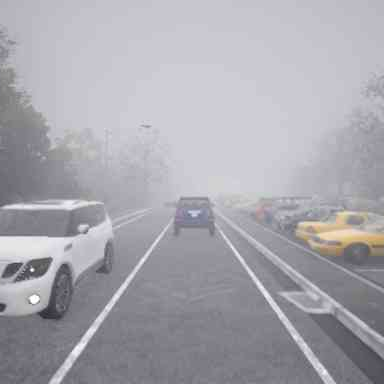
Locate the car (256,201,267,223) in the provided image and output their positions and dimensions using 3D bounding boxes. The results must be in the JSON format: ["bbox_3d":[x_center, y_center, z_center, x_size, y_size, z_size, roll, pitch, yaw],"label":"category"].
[{"bbox_3d":[7.045,1.532,22.187,4.792,1.488,2.163,0,0,0],"label":"car"}]

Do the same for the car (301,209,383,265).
[{"bbox_3d":[6.754,1.497,11.216,5.366,1.575,1.946,0,0,0],"label":"car"}]

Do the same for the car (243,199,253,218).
[{"bbox_3d":[7.025,1.552,27.741,4.792,1.488,2.163,0,0,0],"label":"car"}]

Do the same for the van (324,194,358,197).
[{"bbox_3d":[20.365,1.353,44.318,4.442,1.987,1.878,0,0,0],"label":"van"}]

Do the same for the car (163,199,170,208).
[{"bbox_3d":[-3.175,1.714,49.012,1.895,1.301,4.718,0,0,1],"label":"car"}]

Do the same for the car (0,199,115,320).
[{"bbox_3d":[-3.344,1.224,7.678,2.150,2.045,5.566,0,0,0],"label":"car"}]

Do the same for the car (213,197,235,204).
[{"bbox_3d":[7.405,1.960,77.688,5.008,1.535,2.097,0,-1,0],"label":"car"}]

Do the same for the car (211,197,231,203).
[{"bbox_3d":[7.487,2.154,86.013,4.792,1.488,2.163,0,-1,0],"label":"car"}]

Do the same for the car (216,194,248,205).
[{"bbox_3d":[7.313,1.395,61.054,5.566,2.045,2.435,0,0,0],"label":"car"}]

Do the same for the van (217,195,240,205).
[{"bbox_3d":[7.206,1.515,66.591,4.442,1.987,1.878,0,-1,0],"label":"van"}]

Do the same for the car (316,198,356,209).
[{"bbox_3d":[20.265,1.629,46.962,4.674,1.452,2.002,0,0,0],"label":"car"}]

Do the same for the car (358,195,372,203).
[{"bbox_3d":[20.143,1.286,33.112,5.566,2.045,2.435,0,0,0],"label":"car"}]

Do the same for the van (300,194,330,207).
[{"bbox_3d":[20.442,1.394,55.398,4.442,1.987,1.878,0,0,0],"label":"van"}]

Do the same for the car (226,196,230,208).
[{"bbox_3d":[7.144,1.575,41.621,4.892,1.521,2.231,0,0,0],"label":"car"}]

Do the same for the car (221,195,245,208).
[{"bbox_3d":[6.984,1.582,44.398,5.366,1.575,1.946,0,0,0],"label":"car"}]

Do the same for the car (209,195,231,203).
[{"bbox_3d":[7.448,1.928,88.795,5.566,2.045,2.435,0,-1,0],"label":"car"}]

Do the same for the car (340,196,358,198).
[{"bbox_3d":[20.204,1.558,38.652,5.008,1.535,2.097,0,0,0],"label":"car"}]

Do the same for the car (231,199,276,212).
[{"bbox_3d":[7.137,1.565,38.845,4.892,1.521,2.231,0,0,0],"label":"car"}]

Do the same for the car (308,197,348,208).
[{"bbox_3d":[20.281,1.599,49.733,5.008,1.535,2.097,0,0,0],"label":"car"}]

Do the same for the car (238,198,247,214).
[{"bbox_3d":[7.044,1.563,30.517,4.792,1.488,2.163,0,0,0],"label":"car"}]

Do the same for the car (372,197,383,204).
[{"bbox_3d":[20.124,1.276,30.342,5.566,2.045,2.435,0,0,0],"label":"car"}]

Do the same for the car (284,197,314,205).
[{"bbox_3d":[20.387,1.677,63.563,5.008,1.535,2.097,0,-1,0],"label":"car"}]

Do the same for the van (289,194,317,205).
[{"bbox_3d":[20.247,1.414,60.948,4.442,1.987,1.878,0,-1,0],"label":"van"}]

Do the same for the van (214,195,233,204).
[{"bbox_3d":[7.535,1.789,80.467,4.442,1.987,1.878,0,-1,0],"label":"van"}]

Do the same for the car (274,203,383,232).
[{"bbox_3d":[6.971,1.492,16.635,4.892,1.521,2.231,0,0,0],"label":"car"}]

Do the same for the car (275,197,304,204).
[{"bbox_3d":[20.236,1.783,69.102,5.366,1.575,1.946,0,-1,0],"label":"car"}]

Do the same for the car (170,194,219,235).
[{"bbox_3d":[0.128,1.238,19.206,2.150,2.045,5.566,0,0,0],"label":"car"}]

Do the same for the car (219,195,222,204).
[{"bbox_3d":[7.221,1.615,52.726,5.008,1.535,2.097,0,0,0],"label":"car"}]

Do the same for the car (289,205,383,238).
[{"bbox_3d":[7.144,1.489,13.867,5.366,1.575,1.946,0,0,0],"label":"car"}]

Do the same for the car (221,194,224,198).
[{"bbox_3d":[7.176,1.479,49.950,4.553,1.767,2.185,0,0,0],"label":"car"}]

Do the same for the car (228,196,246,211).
[{"bbox_3d":[6.926,1.551,36.070,5.366,1.575,1.946,0,0,0],"label":"car"}]

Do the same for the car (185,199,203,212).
[{"bbox_3d":[0.216,1.617,40.658,2.033,1.411,5.357,0,0,0],"label":"car"}]

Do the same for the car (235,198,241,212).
[{"bbox_3d":[7.063,1.573,33.293,4.792,1.488,2.163,0,0,0],"label":"car"}]

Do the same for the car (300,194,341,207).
[{"bbox_3d":[20.278,1.358,52.629,5.566,2.045,2.435,0,0,0],"label":"car"}]

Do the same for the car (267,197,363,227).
[{"bbox_3d":[7.028,1.369,19.415,4.553,1.767,2.185,0,0,0],"label":"car"}]

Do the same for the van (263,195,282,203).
[{"bbox_3d":[20.652,1.889,85.723,4.442,1.987,1.878,0,-1,0],"label":"van"}]

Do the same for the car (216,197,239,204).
[{"bbox_3d":[7.345,1.835,69.360,4.674,1.452,2.002,0,-1,0],"label":"car"}]

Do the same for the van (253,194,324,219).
[{"bbox_3d":[7.152,1.287,24.964,4.442,1.987,1.878,0,0,0],"label":"van"}]

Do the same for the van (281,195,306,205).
[{"bbox_3d":[20.284,1.506,66.338,4.442,1.987,1.878,0,-1,0],"label":"van"}]

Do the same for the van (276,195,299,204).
[{"bbox_3d":[20.556,1.615,71.875,4.442,1.987,1.878,0,-1,0],"label":"van"}]

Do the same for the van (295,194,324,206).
[{"bbox_3d":[20.460,1.404,58.043,4.442,1.987,1.878,0,0,0],"label":"van"}]
